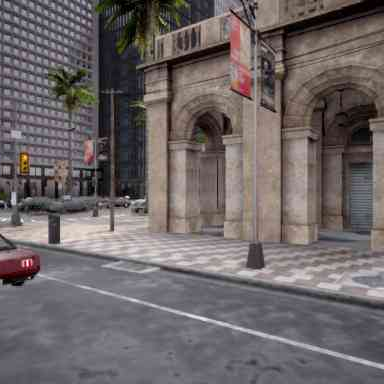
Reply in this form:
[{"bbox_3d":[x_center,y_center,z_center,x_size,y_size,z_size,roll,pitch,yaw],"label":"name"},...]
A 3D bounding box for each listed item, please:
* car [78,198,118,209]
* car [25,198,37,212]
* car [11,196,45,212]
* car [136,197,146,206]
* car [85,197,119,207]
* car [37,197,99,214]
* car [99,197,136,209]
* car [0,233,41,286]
[{"bbox_3d":[-13.195,1.547,46.914,2.033,1.411,5.357,0,0,36],"label":"car"},{"bbox_3d":[-15.728,1.601,37.415,1.895,1.301,4.718,0,0,36],"label":"car"},{"bbox_3d":[-18.733,1.352,39.233,2.097,1.767,4.553,0,0,36],"label":"car"},{"bbox_3d":[-7.478,1.526,54.818,1.812,1.442,4.674,0,0,36],"label":"car"},{"bbox_3d":[-13.870,1.513,51.260,2.161,1.482,4.786,0,0,35],"label":"car"},{"bbox_3d":[-12.932,1.547,34.967,2.033,1.411,5.357,0,0,36],"label":"car"},{"bbox_3d":[-10.423,1.491,44.770,2.128,1.511,4.902,0,0,36],"label":"car"},{"bbox_3d":[-5.792,1.601,8.180,4.718,1.301,1.895,0,0,37],"label":"car"}]
